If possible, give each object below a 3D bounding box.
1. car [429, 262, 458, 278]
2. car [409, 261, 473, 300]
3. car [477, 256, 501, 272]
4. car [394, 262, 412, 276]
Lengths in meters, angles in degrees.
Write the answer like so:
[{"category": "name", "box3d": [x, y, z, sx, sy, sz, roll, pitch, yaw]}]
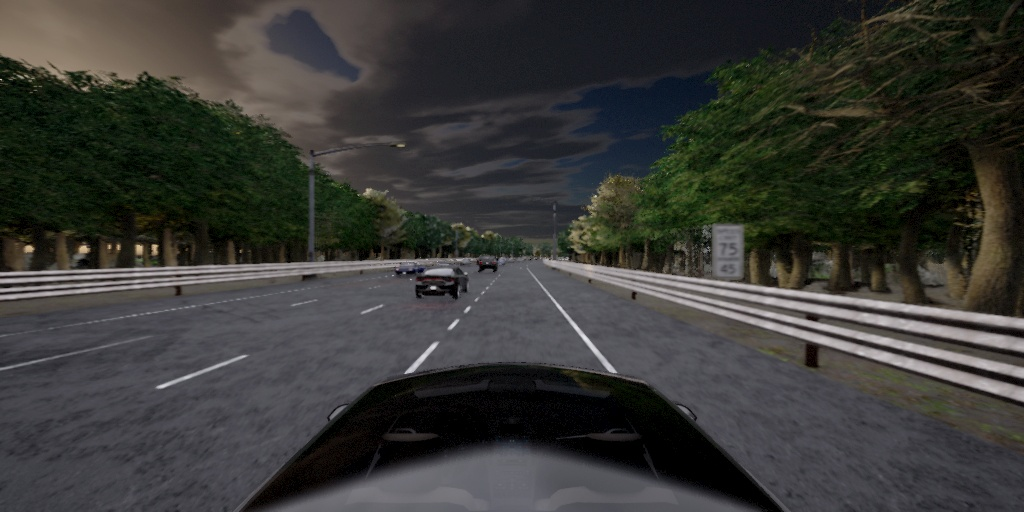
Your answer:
[{"category": "car", "box3d": [-6.601, 1.278, 34.854, 1.994, 1.385, 4.181, 0, 0, 1]}, {"category": "car", "box3d": [-3.339, 1.210, 17.828, 1.882, 1.535, 5.008, 0, 0, 1]}, {"category": "car", "box3d": [-2.947, 0.962, 45.865, 2.150, 2.045, 5.566, 0, 0, 1]}, {"category": "car", "box3d": [-10.089, 1.293, 35.923, 1.895, 1.301, 4.718, 1, 0, 1]}]
